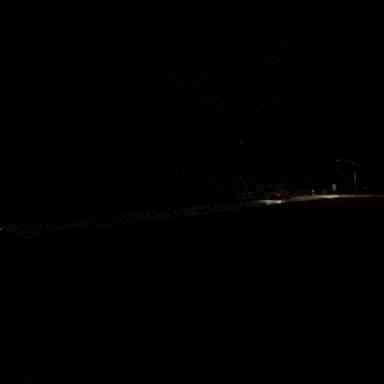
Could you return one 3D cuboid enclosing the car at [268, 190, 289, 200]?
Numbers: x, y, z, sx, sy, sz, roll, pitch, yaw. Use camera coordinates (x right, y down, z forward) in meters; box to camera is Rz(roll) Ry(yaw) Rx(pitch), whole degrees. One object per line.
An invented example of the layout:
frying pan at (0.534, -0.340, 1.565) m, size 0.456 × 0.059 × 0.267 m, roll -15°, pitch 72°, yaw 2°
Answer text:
car at (13.048, 0.410, 50.162) m, size 1.882 × 1.535 × 5.008 m, roll -1°, pitch 0°, yaw 35°
